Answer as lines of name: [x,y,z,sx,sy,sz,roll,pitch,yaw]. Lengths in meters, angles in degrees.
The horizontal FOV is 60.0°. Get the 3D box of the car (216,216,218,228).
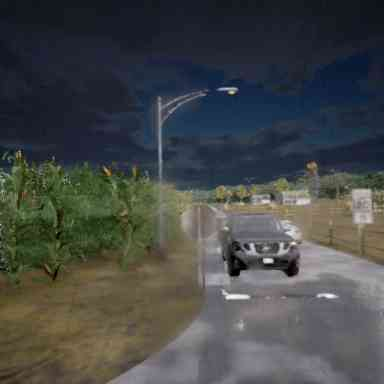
car: [2.774,2.568,23.144,1.882,1.535,5.008,-1,-3,3]

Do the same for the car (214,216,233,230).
car: [3.355,3.289,36.174,1.895,1.301,4.718,-1,-3,3]

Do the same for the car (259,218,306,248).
car: [5.478,2.444,20.704,1.812,1.442,4.674,-1,-3,3]

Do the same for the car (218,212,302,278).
car: [2.322,1.799,12.528,2.150,2.045,5.566,-1,-3,2]
